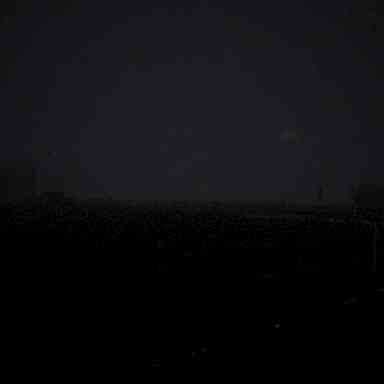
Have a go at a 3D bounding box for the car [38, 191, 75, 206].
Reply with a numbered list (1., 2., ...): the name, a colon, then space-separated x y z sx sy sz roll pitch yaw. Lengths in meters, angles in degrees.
1. car: -19.119 0.932 46.847 5.566 2.045 2.150 0 0 24
